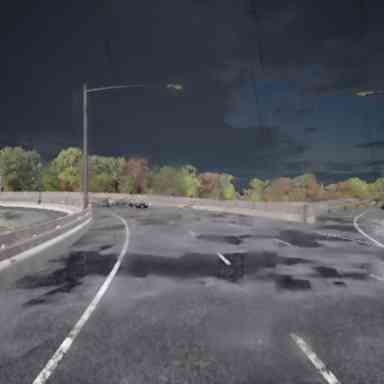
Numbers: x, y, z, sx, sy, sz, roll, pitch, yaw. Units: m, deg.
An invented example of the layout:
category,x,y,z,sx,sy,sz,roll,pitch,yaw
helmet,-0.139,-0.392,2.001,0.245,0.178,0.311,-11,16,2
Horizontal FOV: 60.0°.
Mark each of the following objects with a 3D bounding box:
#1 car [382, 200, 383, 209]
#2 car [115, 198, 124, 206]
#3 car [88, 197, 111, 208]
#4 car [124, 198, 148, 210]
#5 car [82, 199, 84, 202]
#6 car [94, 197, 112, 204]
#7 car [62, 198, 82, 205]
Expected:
category,x,y,z,sx,sy,sz,roll,pitch,yaw
car,27.978,1.533,46.690,2.097,1.767,4.553,0,-2,34
car,-13.276,1.867,63.829,1.994,1.385,4.181,0,0,-37
car,-14.612,1.766,52.880,2.128,1.511,4.902,0,0,-30
car,-7.964,1.818,48.133,1.895,1.301,4.718,0,0,-27
car,-21.137,1.724,68.496,2.097,1.767,4.553,0,0,-39
car,-19.263,1.723,71.727,1.812,1.442,4.674,0,0,-42
car,-24.511,1.908,67.086,1.812,1.442,4.674,0,0,-42
